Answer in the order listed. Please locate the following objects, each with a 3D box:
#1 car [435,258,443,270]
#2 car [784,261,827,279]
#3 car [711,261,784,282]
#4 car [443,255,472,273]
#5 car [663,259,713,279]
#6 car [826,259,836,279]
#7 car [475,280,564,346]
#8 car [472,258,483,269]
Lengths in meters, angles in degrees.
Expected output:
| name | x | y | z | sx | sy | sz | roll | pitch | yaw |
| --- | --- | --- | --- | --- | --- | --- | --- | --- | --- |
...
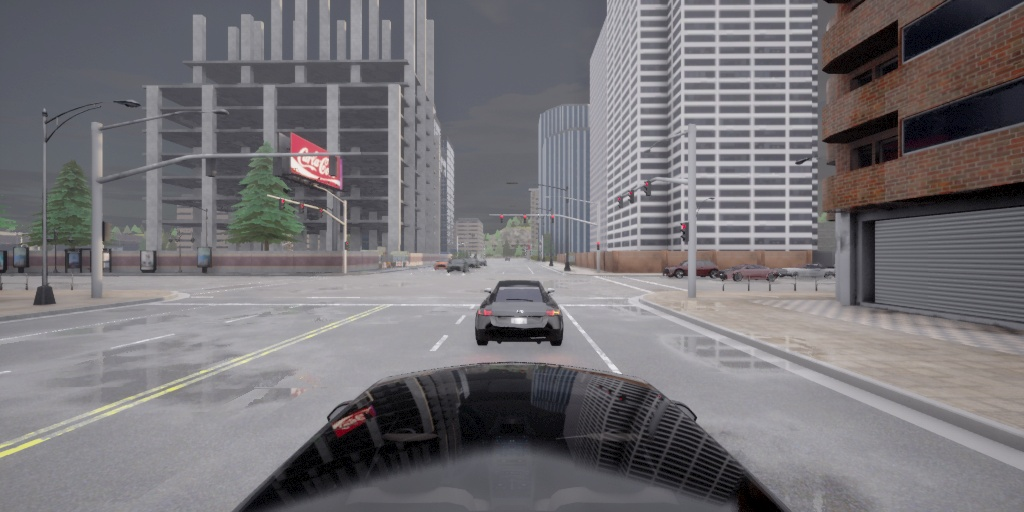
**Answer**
| name | x | y | z | sx | sy | sz | roll | pitch | yaw |
| --- | --- | --- | --- | --- | --- | --- | --- | --- | --- |
| car | -9.714 | 1.101 | 51.724 | 2.097 | 1.767 | 4.553 | 0 | 0 | 1 |
| car | 26.297 | 1.351 | 32.206 | 4.718 | 1.301 | 1.895 | 0 | 0 | 1 |
| car | 18.807 | 1.314 | 28.809 | 4.181 | 1.385 | 1.994 | 0 | 0 | 1 |
| car | -6.383 | 1.102 | 42.570 | 2.097 | 1.767 | 4.553 | 0 | 0 | 1 |
| car | 16.083 | 1.102 | 32.345 | 4.553 | 1.767 | 2.097 | 0 | 0 | 1 |
| car | 28.693 | 1.227 | 28.667 | 5.008 | 1.535 | 1.882 | 0 | 0 | 1 |
| car | 0.193 | 1.314 | 9.444 | 1.994 | 1.385 | 4.181 | 0 | 0 | 1 |
| car | -6.155 | 1.103 | 54.778 | 2.097 | 1.767 | 4.553 | 0 | 0 | 1 |
